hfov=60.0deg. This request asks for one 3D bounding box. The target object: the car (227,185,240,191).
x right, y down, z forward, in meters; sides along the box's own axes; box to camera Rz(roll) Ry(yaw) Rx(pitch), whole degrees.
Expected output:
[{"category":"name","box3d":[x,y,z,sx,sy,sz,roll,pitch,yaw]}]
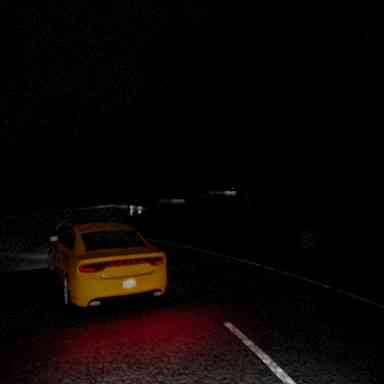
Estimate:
[{"category":"car","box3d":[8.967,-1.001,67.384,1.837,1.490,4.892,0,5,42]}]

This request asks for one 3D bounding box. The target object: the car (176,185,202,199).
[{"category":"car","box3d":[-0.585,-0.061,55.742,2.150,2.045,5.566,0,5,36]}]

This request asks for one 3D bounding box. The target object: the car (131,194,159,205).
[{"category":"car","box3d":[-6.537,0.976,46.928,1.812,1.442,4.674,0,3,32]}]

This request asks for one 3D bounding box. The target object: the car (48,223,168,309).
[{"category":"car","box3d":[-2.274,1.481,8.098,1.882,1.535,5.008,0,0,-28]}]

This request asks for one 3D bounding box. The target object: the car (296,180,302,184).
[{"category":"car","box3d":[24.861,-2.650,80.047,1.837,1.490,4.892,0,5,39]}]
